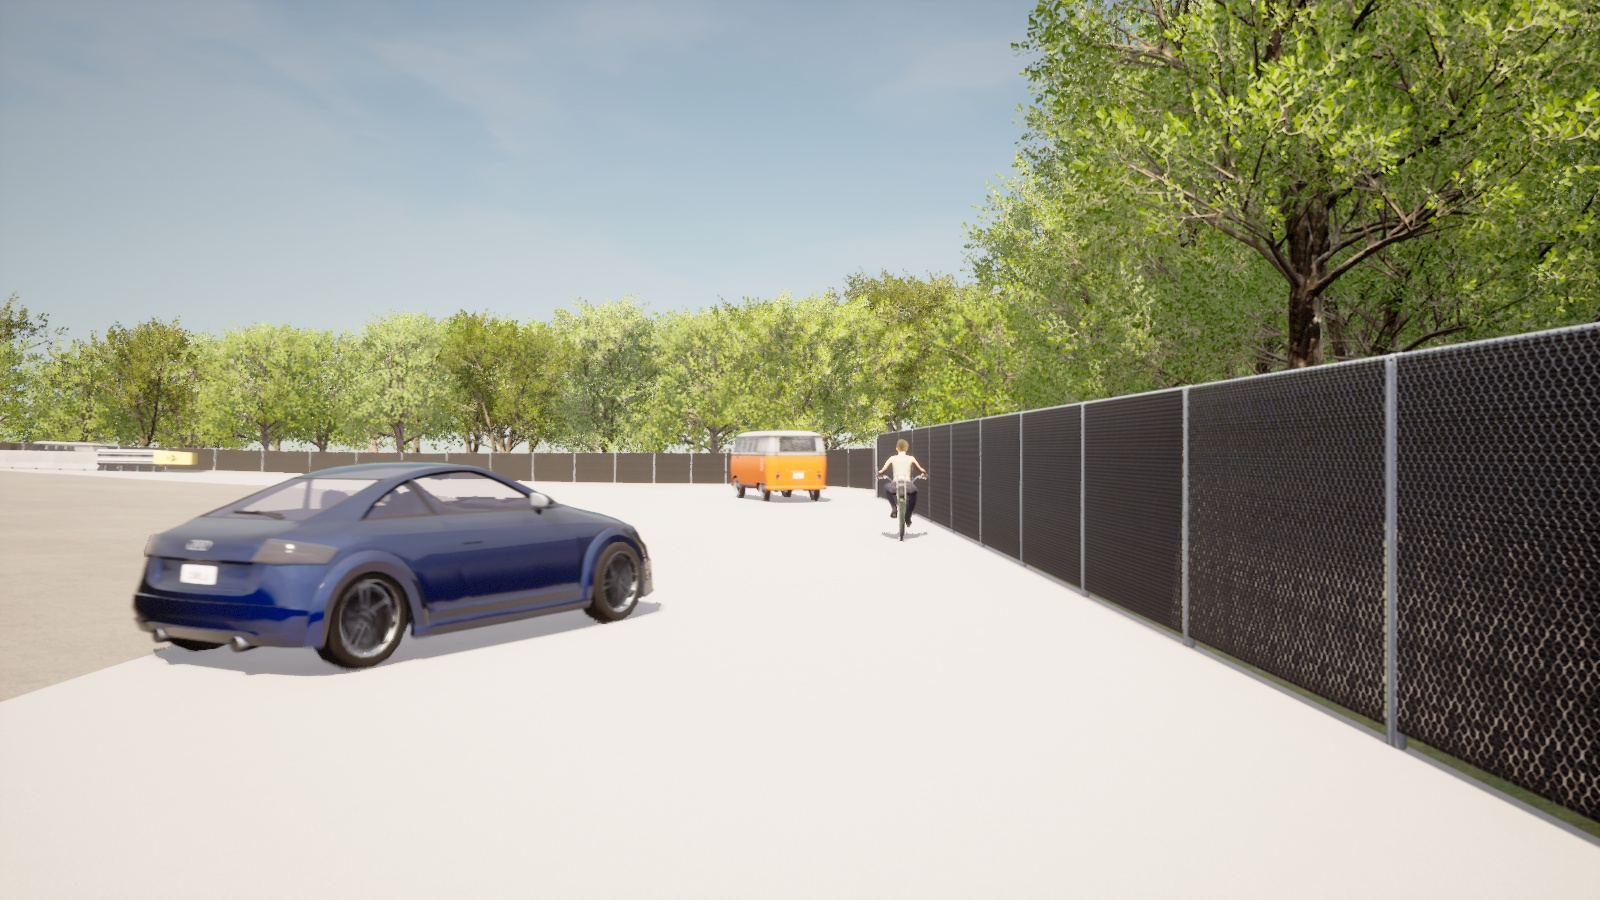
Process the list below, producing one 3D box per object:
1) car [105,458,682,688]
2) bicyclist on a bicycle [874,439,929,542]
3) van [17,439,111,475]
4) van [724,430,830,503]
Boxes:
[{"bbox_3d":[-2.973,0.782,10.131,1.994,1.385,4.181,0,0,29],"label":"car"},{"bbox_3d":[1.676,0.639,20.539,0.866,1.612,1.509,0,0,6],"label":"bicyclist on a bicycle"},{"bbox_3d":[-43.840,0.440,74.861,4.442,1.987,1.775,2,-2,1],"label":"van"},{"bbox_3d":[-0.740,0.440,36.371,1.775,1.987,4.442,0,0,-19],"label":"van"}]
